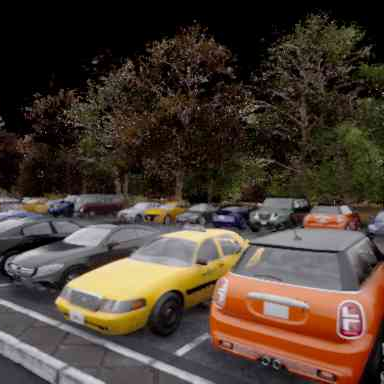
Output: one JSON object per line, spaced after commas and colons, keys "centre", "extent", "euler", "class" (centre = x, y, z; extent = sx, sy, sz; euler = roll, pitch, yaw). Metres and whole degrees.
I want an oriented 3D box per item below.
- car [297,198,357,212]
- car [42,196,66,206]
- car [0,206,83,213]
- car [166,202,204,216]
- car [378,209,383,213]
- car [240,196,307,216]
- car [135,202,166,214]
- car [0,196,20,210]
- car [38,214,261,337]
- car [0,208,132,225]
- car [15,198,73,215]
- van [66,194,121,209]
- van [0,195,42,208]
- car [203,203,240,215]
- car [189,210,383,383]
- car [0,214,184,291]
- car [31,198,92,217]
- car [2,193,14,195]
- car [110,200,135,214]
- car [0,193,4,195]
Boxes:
{"centre": [7.575, 1.383, 17.837], "extent": [2.185, 1.767, 4.553], "euler": [0, 0, 36], "class": "car"}
{"centre": [-10.505, 1.208, 30.855], "extent": [2.435, 2.045, 5.566], "euler": [0, 0, 36], "class": "car"}
{"centre": [-6.801, 1.495, 12.115], "extent": [2.097, 1.535, 5.008], "euler": [0, 0, 36], "class": "car"}
{"centre": [0.816, 1.494, 22.749], "extent": [2.231, 1.521, 4.892], "euler": [0, 0, 36], "class": "car"}
{"centre": [9.855, 1.553, 16.238], "extent": [2.002, 1.452, 4.674], "euler": [0, 0, 36], "class": "car"}
{"centre": [5.318, 1.253, 19.466], "extent": [2.435, 2.045, 5.566], "euler": [0, 0, 36], "class": "car"}
{"centre": [-1.445, 1.487, 24.375], "extent": [2.097, 1.535, 5.008], "euler": [0, 0, 36], "class": "car"}
{"centre": [-24.161, 1.347, 40.726], "extent": [2.097, 1.535, 5.008], "euler": [1, 1, 36], "class": "car"}
{"centre": [-0.136, 1.508, 7.082], "extent": [1.946, 1.575, 5.366], "euler": [0, 0, 36], "class": "car"}
{"centre": [-4.549, 1.501, 10.480], "extent": [2.097, 1.535, 5.008], "euler": [0, 0, 36], "class": "car"}
{"centre": [-15.113, 1.444, 34.200], "extent": [2.097, 1.535, 5.008], "euler": [0, 0, 36], "class": "car"}
{"centre": [-8.296, 1.240, 29.157], "extent": [1.878, 1.987, 4.442], "euler": [0, 0, 36], "class": "van"}
{"centre": [-8.995, 1.263, 13.831], "extent": [1.878, 1.987, 4.442], "euler": [0, 0, 36], "class": "van"}
{"centre": [3.088, 1.528, 21.141], "extent": [2.163, 1.488, 4.792], "euler": [0, 0, 36], "class": "car"}
{"centre": [2.214, 1.390, 5.581], "extent": [2.185, 1.767, 4.553], "euler": [0, 0, 36], "class": "car"}
{"centre": [-2.285, 1.547, 8.860], "extent": [2.002, 1.452, 4.674], "euler": [0, 0, 36], "class": "car"}
{"centre": [-12.641, 1.449, 32.656], "extent": [1.946, 1.575, 5.366], "euler": [0, 0, 36], "class": "car"}
{"centre": [-17.352, 1.307, 35.857], "extent": [2.185, 1.767, 4.553], "euler": [1, 0, 36], "class": "car"}
{"centre": [-3.707, 1.520, 26.000], "extent": [2.002, 1.452, 4.674], "euler": [0, 0, 36], "class": "car"}
{"centre": [-21.882, 1.132, 39.114], "extent": [2.435, 2.045, 5.566], "euler": [1, 1, 36], "class": "car"}
